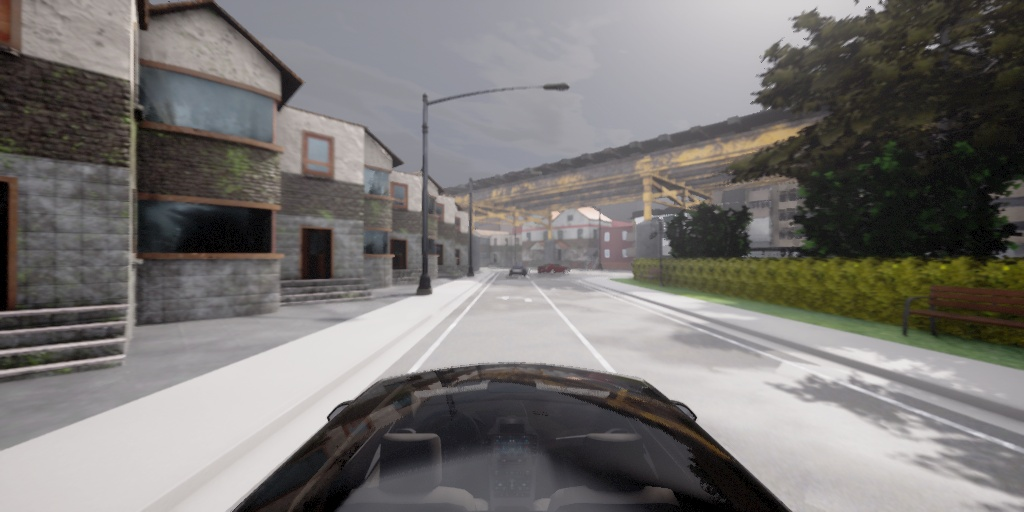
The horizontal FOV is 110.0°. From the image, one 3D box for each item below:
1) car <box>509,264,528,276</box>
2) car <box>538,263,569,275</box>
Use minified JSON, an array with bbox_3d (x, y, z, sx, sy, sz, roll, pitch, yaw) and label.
[{"bbox_3d":[0.833,1.661,43.229,1.994,1.385,4.181,0,0,6],"label":"car"},{"bbox_3d":[5.385,1.597,46.160,1.882,1.535,5.008,-1,-1,44],"label":"car"}]
